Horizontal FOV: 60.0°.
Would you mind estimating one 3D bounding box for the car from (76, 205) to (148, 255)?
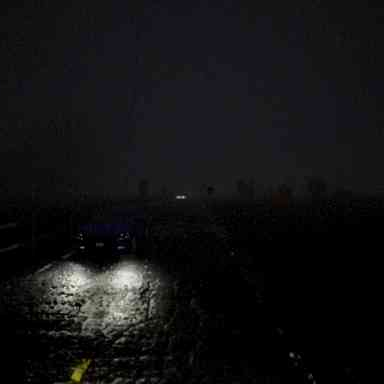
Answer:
[{"bbox_3d":[-2.848,1.322,12.747,1.882,1.535,5.008,0,1,0],"label":"car"}]

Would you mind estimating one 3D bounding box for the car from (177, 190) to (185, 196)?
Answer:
[{"bbox_3d":[-2.749,0.267,85.451,2.128,1.511,4.902,0,1,0],"label":"car"}]
